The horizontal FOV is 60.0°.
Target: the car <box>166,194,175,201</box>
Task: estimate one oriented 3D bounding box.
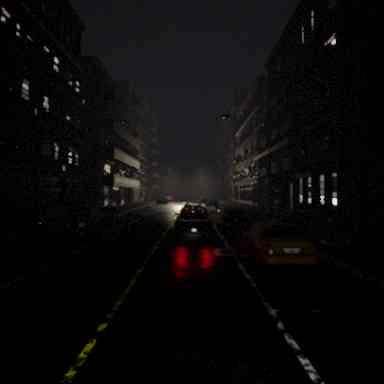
[{"bbox_3d":[-5.694,1.517,89.995,2.192,1.841,5.009,0,0,0],"label":"car"}]

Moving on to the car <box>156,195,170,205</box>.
[{"bbox_3d":[-5.693,1.692,61.812,2.008,1.369,4.403,0,0,0],"label":"car"}]

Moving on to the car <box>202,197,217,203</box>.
[{"bbox_3d":[2.689,1.655,44.901,2.008,1.369,4.403,0,0,0],"label":"car"}]

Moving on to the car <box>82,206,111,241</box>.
[{"bbox_3d":[-5.690,1.480,16.723,1.967,1.590,4.097,0,0,0],"label":"car"}]

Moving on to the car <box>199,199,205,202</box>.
[{"bbox_3d":[0.098,1.682,34.805,1.895,1.301,4.718,0,0,0],"label":"car"}]

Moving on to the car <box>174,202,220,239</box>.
[{"bbox_3d":[0.099,1.533,17.629,2.128,1.511,4.902,0,0,0],"label":"car"}]

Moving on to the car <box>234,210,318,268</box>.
[{"bbox_3d":[2.691,1.552,11.254,1.752,1.417,4.829,0,0,0],"label":"car"}]

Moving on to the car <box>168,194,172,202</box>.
[{"bbox_3d":[-5.694,1.704,67.449,2.008,1.369,4.403,0,0,0],"label":"car"}]

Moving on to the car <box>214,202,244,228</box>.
[{"bbox_3d":[2.690,1.598,22.356,1.887,1.381,4.507,0,0,0],"label":"car"}]

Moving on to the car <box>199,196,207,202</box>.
[{"bbox_3d":[2.686,1.772,84.354,1.802,1.307,4.206,0,0,0],"label":"car"}]

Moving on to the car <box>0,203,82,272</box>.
[{"bbox_3d":[-5.688,1.342,11.088,2.192,1.841,5.009,0,0,0],"label":"car"}]

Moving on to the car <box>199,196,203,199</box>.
[{"bbox_3d":[2.688,1.679,67.616,1.752,1.417,4.829,0,0,0],"label":"car"}]

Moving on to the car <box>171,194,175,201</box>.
[{"bbox_3d":[-5.694,1.723,78.722,1.887,1.381,4.507,0,0,0],"label":"car"}]

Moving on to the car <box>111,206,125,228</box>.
[{"bbox_3d":[-5.690,1.597,22.360,1.887,1.381,4.507,0,0,0],"label":"car"}]

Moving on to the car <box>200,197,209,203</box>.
[{"bbox_3d":[2.687,1.732,73.082,1.947,1.339,4.313,0,0,0],"label":"car"}]
